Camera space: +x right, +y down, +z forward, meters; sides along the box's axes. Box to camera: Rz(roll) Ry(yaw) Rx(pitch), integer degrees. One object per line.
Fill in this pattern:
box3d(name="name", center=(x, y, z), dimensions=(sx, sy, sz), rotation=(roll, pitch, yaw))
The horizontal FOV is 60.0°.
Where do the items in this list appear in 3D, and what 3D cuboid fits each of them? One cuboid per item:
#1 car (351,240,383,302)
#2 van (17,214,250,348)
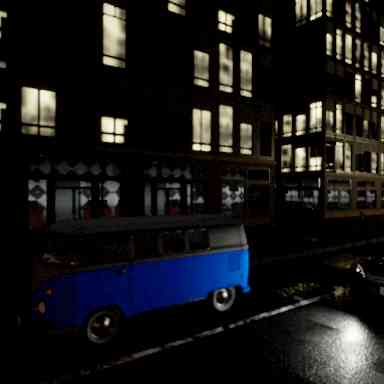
box3d(name="car", center=(5.361, 1.507, 7.196), dimensions=(4.674, 1.442, 1.812), rotation=(0, 0, -35))
box3d(name="van", center=(-0.780, 1.335, 5.998), dimensions=(3.998, 1.788, 1.690), rotation=(0, 0, -36))
